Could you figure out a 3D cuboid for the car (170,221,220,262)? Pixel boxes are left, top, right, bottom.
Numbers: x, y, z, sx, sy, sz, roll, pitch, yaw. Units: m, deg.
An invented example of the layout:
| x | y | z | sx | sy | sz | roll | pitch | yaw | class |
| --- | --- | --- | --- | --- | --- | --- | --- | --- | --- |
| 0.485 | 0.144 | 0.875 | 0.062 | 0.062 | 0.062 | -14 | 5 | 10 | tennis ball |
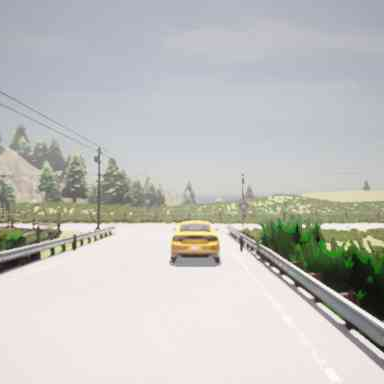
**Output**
| x | y | z | sx | sy | sz | roll | pitch | yaw | class |
| --- | --- | --- | --- | --- | --- | --- | --- | --- | --- |
| 0.162 | 1.986 | 14.301 | 1.882 | 1.535 | 5.008 | 0 | -3 | 1 | car |
